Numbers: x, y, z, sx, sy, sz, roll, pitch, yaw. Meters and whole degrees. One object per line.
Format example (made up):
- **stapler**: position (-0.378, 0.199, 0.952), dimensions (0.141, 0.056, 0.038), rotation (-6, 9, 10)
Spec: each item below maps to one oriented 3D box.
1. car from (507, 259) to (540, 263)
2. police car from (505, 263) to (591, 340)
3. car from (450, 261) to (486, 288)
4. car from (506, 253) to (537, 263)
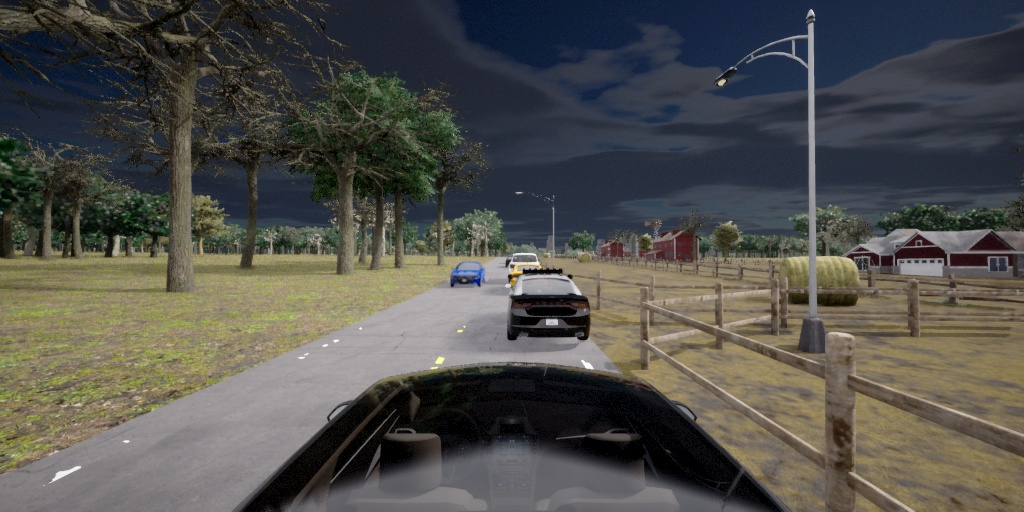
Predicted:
- **car**: position (0.840, 1.134, 19.910), dimensions (1.882, 1.535, 5.008), rotation (0, 1, 0)
- **police car**: position (0.832, 1.156, 10.019), dimensions (1.930, 1.638, 5.238), rotation (0, 0, 0)
- **car**: position (-2.732, 1.099, 23.024), dimensions (1.882, 1.535, 5.008), rotation (0, 1, 0)
- **car**: position (0.846, 0.810, 25.941), dimensions (2.150, 2.045, 5.566), rotation (0, 1, 0)
